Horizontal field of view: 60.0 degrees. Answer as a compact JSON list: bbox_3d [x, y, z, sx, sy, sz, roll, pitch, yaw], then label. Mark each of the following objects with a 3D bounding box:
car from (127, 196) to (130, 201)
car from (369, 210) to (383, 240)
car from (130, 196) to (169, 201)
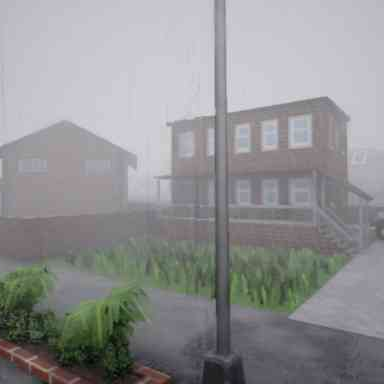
[{"bbox_3d":[-10.537,1.679,54.294,2.150,2.045,5.566,-1,-1,36],"label":"car"},{"bbox_3d":[8.825,0.973,12.357,3.866,1.878,1.905,-1,0,36],"label":"car"},{"bbox_3d":[-6.649,1.629,52.842,2.150,2.045,5.566,-1,0,35],"label":"car"}]
